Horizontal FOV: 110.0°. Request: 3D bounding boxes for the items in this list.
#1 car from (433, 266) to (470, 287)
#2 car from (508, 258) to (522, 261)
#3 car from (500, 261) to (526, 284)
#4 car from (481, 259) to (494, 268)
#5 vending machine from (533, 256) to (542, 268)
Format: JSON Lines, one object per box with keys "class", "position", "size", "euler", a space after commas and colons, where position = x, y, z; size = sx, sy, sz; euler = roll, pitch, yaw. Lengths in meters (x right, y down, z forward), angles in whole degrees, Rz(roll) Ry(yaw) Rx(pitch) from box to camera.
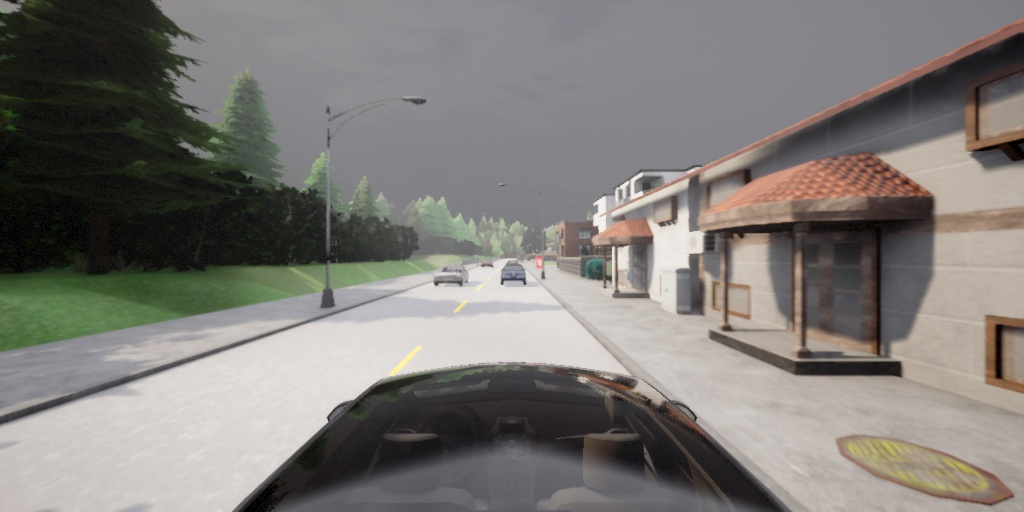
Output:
{"class": "car", "position": [-4.102, 1.353, 24.697], "size": [1.895, 1.301, 4.718], "euler": [0, 0, 0]}
{"class": "car", "position": [0.077, 1.302, 51.365], "size": [2.033, 1.411, 5.357], "euler": [0, 0, 0]}
{"class": "car", "position": [0.095, 1.300, 26.800], "size": [2.033, 1.411, 5.357], "euler": [0, 0, 0]}
{"class": "car", "position": [-4.057, 1.235, 59.420], "size": [1.882, 1.535, 5.008], "euler": [0, 0, 1]}
{"class": "vending machine", "position": [4.275, 0.951, 56.409], "size": [1.100, 2.100, 0.880], "euler": [0, 0, 0]}
